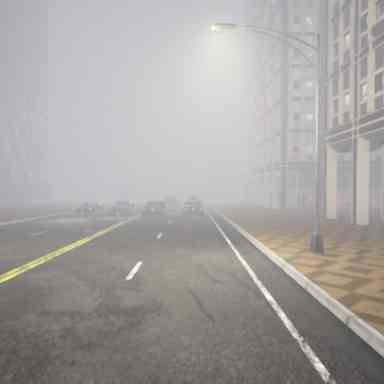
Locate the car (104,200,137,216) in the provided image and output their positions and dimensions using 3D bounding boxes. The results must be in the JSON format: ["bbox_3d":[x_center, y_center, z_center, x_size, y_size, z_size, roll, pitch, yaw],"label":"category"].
[{"bbox_3d":[-6.495,1.480,31.752,2.033,1.411,5.357,0,0,0],"label":"car"}]

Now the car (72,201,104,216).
[{"bbox_3d":[-9.745,1.556,31.723,1.895,1.301,4.718,0,0,0],"label":"car"}]

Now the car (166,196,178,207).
[{"bbox_3d":[-3.143,1.300,48.980,1.882,1.535,5.008,0,0,0],"label":"car"}]

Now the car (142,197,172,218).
[{"bbox_3d":[-3.147,1.447,29.045,2.033,1.411,5.357,0,0,0],"label":"car"}]

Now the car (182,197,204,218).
[{"bbox_3d":[0.105,1.446,29.241,2.033,1.411,5.357,0,0,0],"label":"car"}]
